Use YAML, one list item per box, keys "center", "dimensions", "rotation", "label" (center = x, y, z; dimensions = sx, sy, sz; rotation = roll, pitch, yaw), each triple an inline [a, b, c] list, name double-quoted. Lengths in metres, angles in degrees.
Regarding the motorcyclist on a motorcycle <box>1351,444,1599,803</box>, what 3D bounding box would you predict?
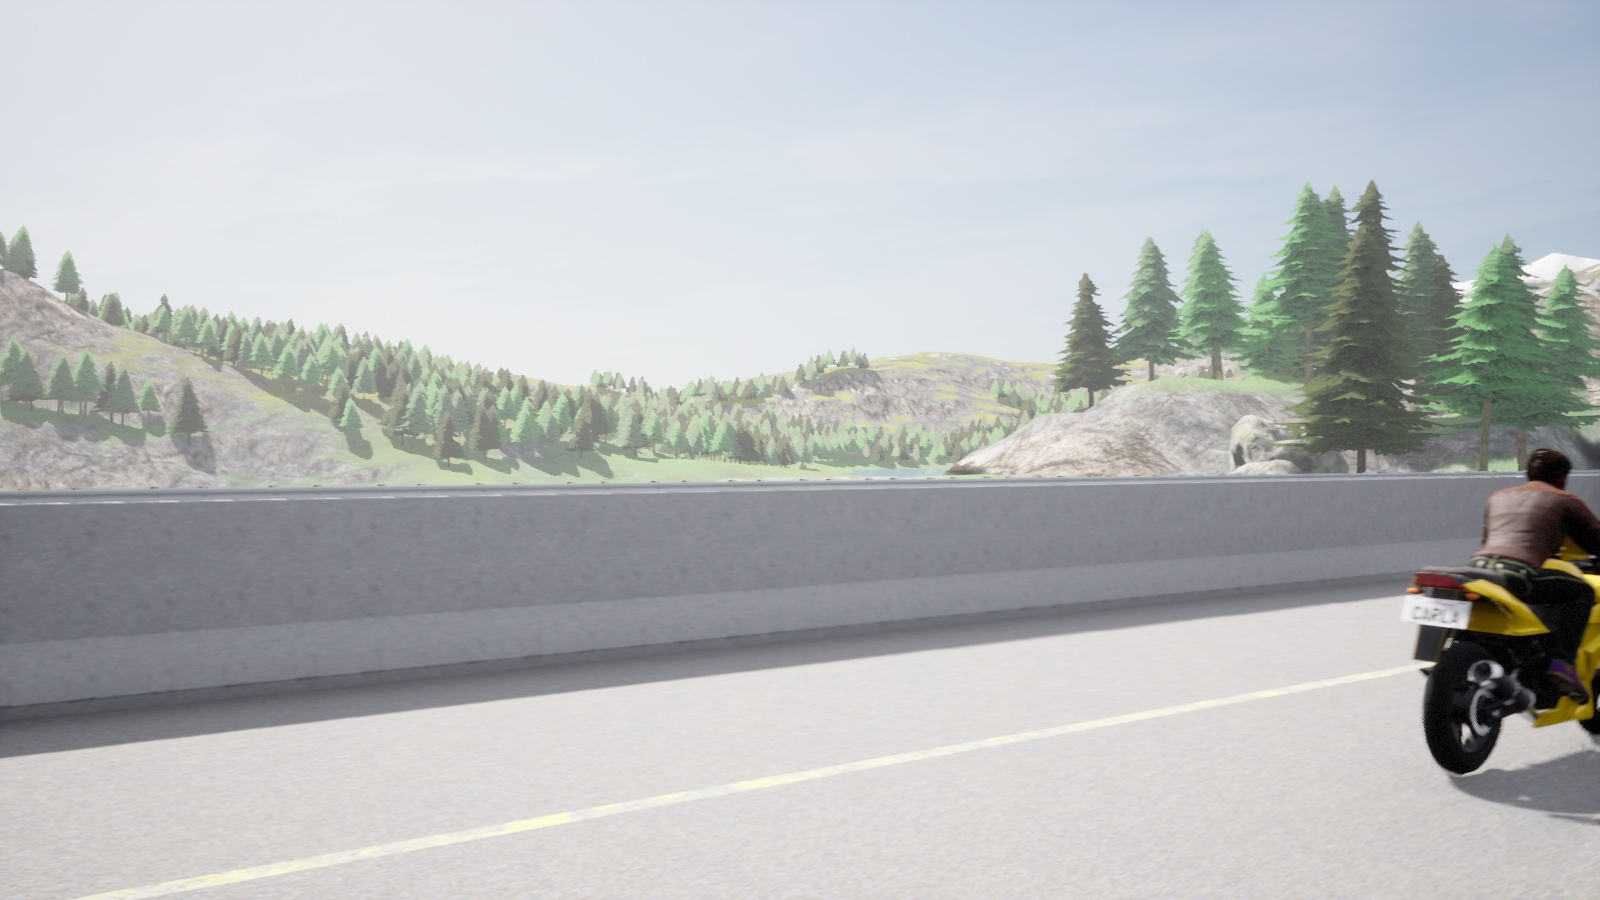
- center: [3.690, 0.734, 6.228]
  dimensions: [2.044, 1.523, 0.797]
  rotation: [0, 0, -35]
  label: "motorcyclist on a motorcycle"
